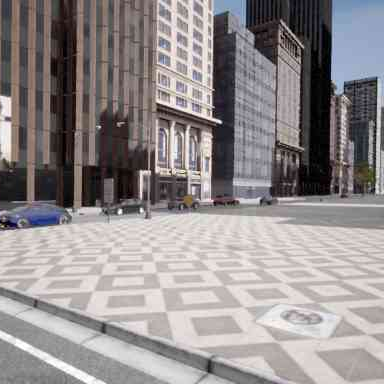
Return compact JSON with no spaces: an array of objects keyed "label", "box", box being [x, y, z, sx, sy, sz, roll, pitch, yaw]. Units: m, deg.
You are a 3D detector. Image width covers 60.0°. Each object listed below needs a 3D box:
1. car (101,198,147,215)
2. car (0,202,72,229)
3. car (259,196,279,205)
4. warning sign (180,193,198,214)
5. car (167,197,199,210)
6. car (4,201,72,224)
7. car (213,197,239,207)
[{"label":"car","box":[-6.448,1.377,31.996,1.837,1.490,4.892,1,1,35]},{"label":"car","box":[-10.004,1.531,21.535,1.994,1.385,4.181,1,1,36]},{"label":"car","box":[12.274,1.339,52.907,1.812,1.442,4.674,1,1,35]},{"label":"warning sign","box":[-0.255,1.077,30.676,1.300,1.860,1.060,1,1,35]},{"label":"car","box":[-1.001,1.340,39.689,1.837,1.490,4.892,1,1,35]},{"label":"car","box":[-11.459,1.470,24.919,1.994,1.385,4.181,1,1,35]},{"label":"car","box":[4.956,1.395,48.044,1.895,1.301,4.718,1,1,36]}]
